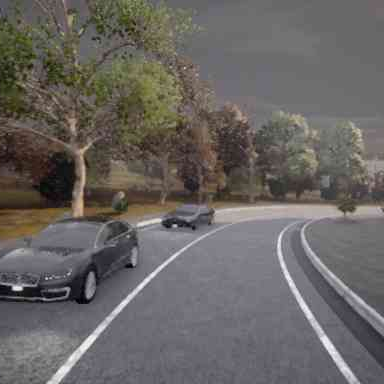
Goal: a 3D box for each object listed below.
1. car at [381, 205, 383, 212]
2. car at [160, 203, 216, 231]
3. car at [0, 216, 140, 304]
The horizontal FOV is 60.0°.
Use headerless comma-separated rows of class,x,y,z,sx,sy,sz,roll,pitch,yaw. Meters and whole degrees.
car,32.394,2.575,53.593,5.357,1.411,2.033,3,3,-38
car,-0.013,1.363,19.737,2.033,1.411,5.357,2,1,19
car,-2.687,1.404,8.144,1.837,1.490,4.892,1,0,8
